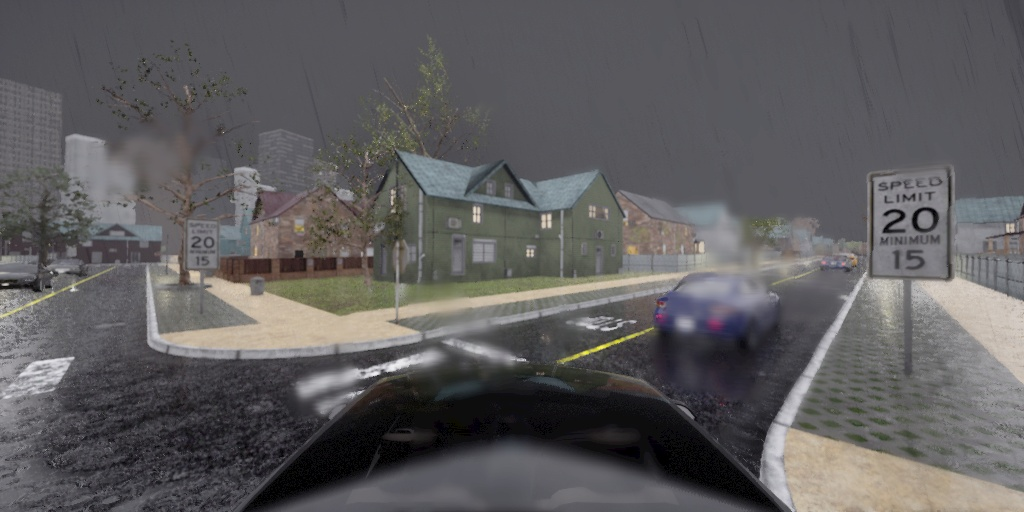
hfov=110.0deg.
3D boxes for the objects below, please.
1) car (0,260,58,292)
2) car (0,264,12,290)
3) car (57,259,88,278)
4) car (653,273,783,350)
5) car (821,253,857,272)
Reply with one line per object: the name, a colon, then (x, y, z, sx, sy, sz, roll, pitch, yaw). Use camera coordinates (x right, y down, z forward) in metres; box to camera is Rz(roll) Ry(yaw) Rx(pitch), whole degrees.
car: (-25.599, 1.090, 18.604, 4.892, 1.490, 1.837, 0, 0, 45)
car: (-17.678, 1.134, 10.832, 4.902, 1.511, 2.128, 0, 0, 45)
car: (-36.965, 0.996, 29.837, 2.128, 1.511, 4.902, 1, 0, -45)
car: (5.049, 1.125, 8.639, 4.674, 1.442, 1.812, -1, 1, -44)
car: (28.228, 0.640, 31.142, 5.357, 1.411, 2.033, -1, 1, -44)
